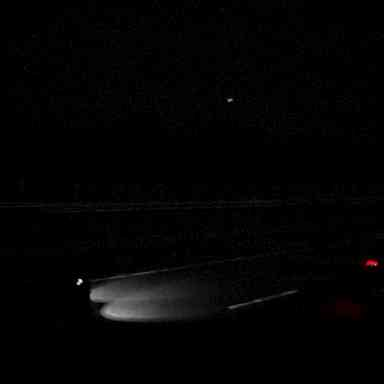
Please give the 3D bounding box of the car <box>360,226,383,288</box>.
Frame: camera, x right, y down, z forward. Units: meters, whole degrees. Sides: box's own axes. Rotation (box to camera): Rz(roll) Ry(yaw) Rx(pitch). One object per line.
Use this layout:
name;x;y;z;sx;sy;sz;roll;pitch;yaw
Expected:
car;6.280;1.619;8.148;5.357;1.411;2.033;0;0;-35

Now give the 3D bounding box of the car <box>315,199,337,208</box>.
car;17.428;1.610;41.375;5.008;1.535;1.882;0;0;-33

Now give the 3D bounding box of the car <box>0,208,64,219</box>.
car;-8.352;1.516;15.209;4.892;1.490;1.837;1;0;-35

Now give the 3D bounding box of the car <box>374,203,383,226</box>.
car;11.377;1.336;15.936;5.566;2.045;2.150;0;0;-35

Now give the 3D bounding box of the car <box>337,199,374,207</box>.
car;19.365;1.614;38.455;5.008;1.535;1.882;0;0;-33

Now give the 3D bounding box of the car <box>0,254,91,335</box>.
car;-3.818;1.561;5.307;4.181;1.385;1.994;1;0;-35
